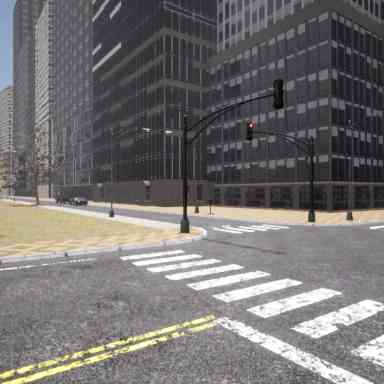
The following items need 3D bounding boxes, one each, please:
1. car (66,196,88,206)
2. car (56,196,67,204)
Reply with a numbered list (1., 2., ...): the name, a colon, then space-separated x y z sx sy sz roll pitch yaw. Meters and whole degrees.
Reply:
1. car: -18.849 1.603 55.243 1.895 1.301 4.718 0 0 -35
2. car: -24.642 1.512 63.508 1.837 1.490 4.892 0 0 -35
